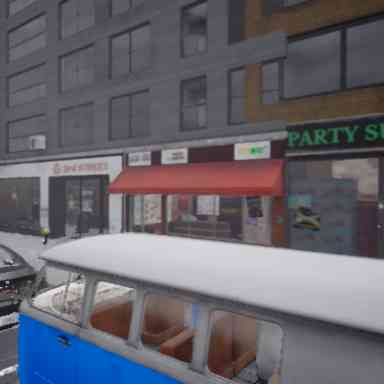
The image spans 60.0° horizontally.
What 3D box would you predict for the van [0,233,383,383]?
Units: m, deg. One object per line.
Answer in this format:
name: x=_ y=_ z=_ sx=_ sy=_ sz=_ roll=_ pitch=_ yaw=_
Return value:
van: x=0.188 y=1.335 z=2.676 sx=3.998 sy=1.788 sz=1.690 roll=0 pitch=0 yaw=36
